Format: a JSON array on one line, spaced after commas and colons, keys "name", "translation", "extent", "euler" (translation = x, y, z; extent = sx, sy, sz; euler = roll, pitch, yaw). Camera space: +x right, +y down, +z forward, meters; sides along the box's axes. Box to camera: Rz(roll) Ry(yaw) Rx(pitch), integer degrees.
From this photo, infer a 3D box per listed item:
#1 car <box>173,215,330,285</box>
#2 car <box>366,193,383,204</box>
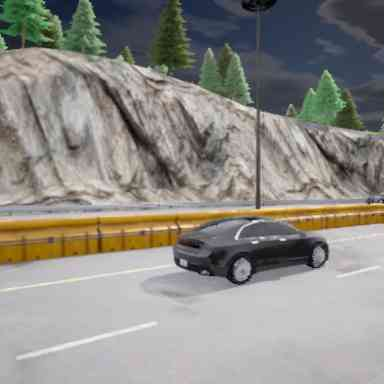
[{"name": "car", "translation": [1.821, 1.423, 9.257], "extent": [4.892, 1.490, 1.837], "euler": [0, 1, -34]}, {"name": "car", "translation": [27.904, 0.935, 48.942], "extent": [4.553, 1.767, 2.097], "euler": [0, 1, -23]}]
